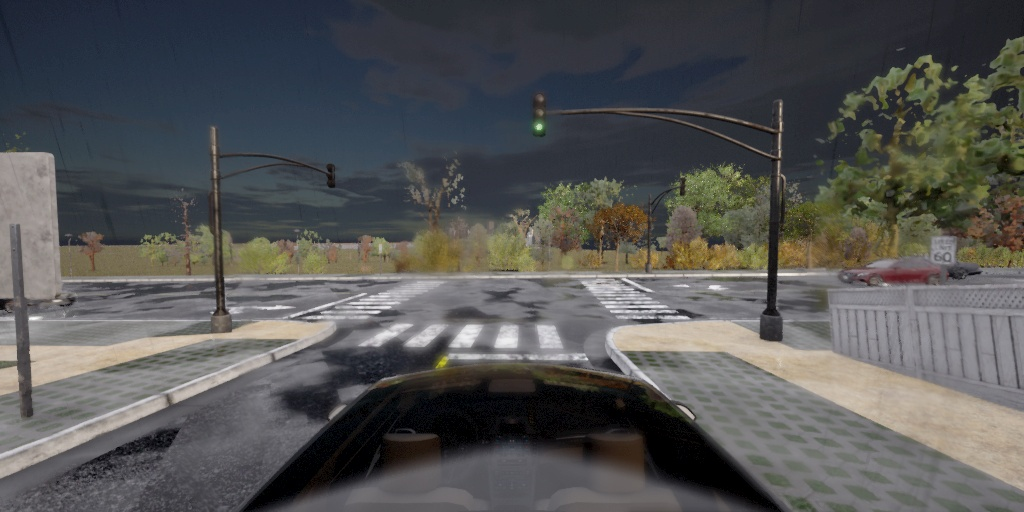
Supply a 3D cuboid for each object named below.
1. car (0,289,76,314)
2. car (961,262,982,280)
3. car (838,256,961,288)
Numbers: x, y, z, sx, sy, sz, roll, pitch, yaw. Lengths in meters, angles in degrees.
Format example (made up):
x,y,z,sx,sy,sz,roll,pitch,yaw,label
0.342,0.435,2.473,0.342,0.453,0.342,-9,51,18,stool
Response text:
x,y,z,sx,sy,sz,roll,pitch,yaw,label
-22.739,1.779,16.265,4.674,1.442,1.812,-1,2,4,car
25.538,0.721,22.383,5.357,1.411,2.033,-1,2,4,car
20.642,0.902,19.488,4.674,1.442,1.812,-1,2,4,car
